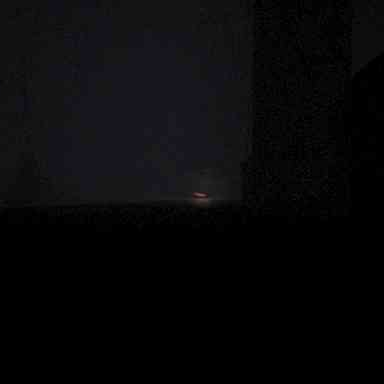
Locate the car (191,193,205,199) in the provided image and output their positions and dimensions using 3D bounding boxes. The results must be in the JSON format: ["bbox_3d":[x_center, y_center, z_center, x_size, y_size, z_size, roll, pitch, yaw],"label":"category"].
[{"bbox_3d":[1.694,0.923,89.848,2.097,1.767,4.553,1,1,36],"label":"car"}]
